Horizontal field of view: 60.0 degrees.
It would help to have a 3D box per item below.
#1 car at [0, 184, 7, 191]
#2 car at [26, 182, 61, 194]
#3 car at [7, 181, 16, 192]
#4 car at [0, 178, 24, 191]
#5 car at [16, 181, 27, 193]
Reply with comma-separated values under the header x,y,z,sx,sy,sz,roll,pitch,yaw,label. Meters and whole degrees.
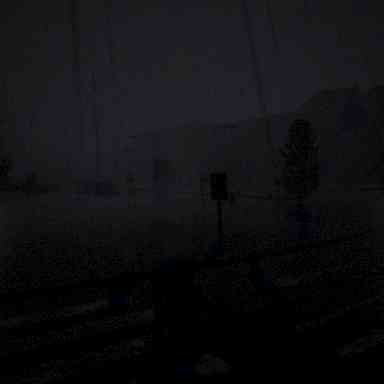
x,y,z,sx,sy,sz,roll,pitch,yaw,label
-28.717,-1.028,54.677,2.097,1.535,5.008,1,6,16,car
-21.554,-0.611,49.455,2.163,1.488,4.792,1,6,17,car
-26.317,-0.863,52.969,2.002,1.452,4.674,0,6,16,car
-31.155,-1.270,56.316,2.185,1.767,4.553,0,6,15,car
-23.917,-0.775,51.241,2.231,1.521,4.892,1,6,17,car
